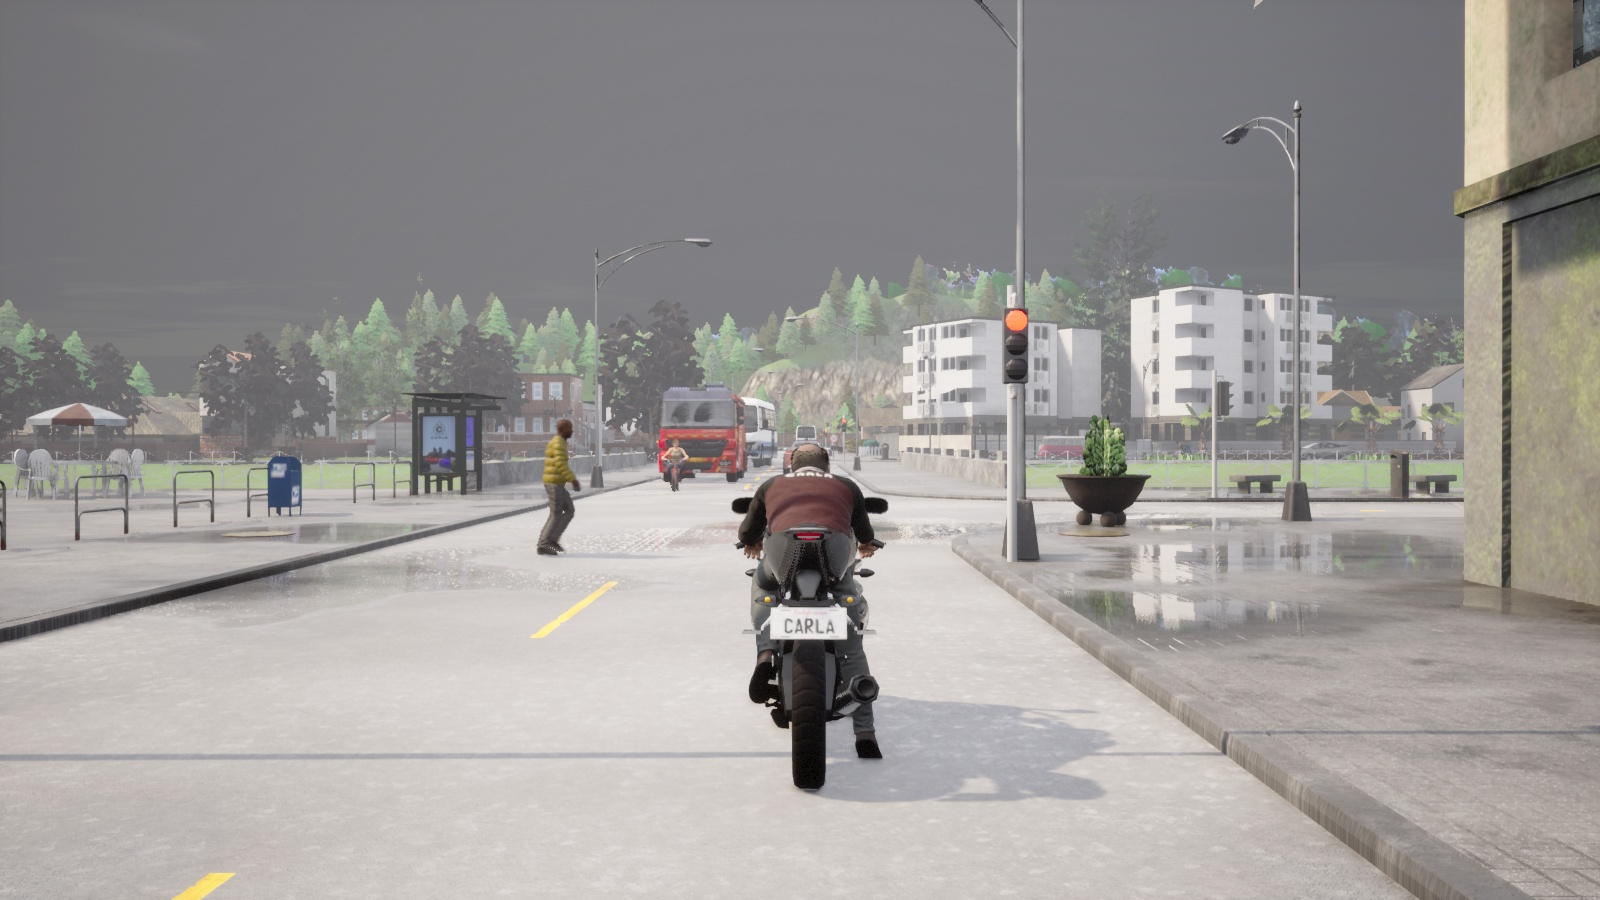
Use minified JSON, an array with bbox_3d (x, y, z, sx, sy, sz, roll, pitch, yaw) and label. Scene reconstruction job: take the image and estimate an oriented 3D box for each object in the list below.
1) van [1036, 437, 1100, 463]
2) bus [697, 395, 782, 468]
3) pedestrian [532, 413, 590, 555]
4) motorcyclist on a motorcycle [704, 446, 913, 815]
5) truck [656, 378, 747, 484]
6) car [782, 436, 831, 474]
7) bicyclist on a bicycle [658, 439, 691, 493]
[{"bbox_3d":[20.241,-0.021,95.067,4.442,1.987,1.775,0,0,0],"label":"van"},{"bbox_3d":[-3.599,-1.075,78.300,3.944,4.253,10.273,0,0,5],"label":"bus"},{"bbox_3d":[-3.136,0.441,16.477,0.726,1.835,0.370,0,0,-15],"label":"pedestrian"},{"bbox_3d":[0.047,0.746,6.323,0.866,1.530,2.191,0,0,1],"label":"motorcyclist on a motorcycle"},{"bbox_3d":[-3.742,-0.701,49.624,2.891,3.827,8.468,0,0,0],"label":"truck"},{"bbox_3d":[0.298,0.198,57.879,2.152,1.651,5.027,0,0,0],"label":"car"},{"bbox_3d":[-3.801,0.464,38.214,0.866,1.612,1.509,0,0,0],"label":"bicyclist on a bicycle"}]
